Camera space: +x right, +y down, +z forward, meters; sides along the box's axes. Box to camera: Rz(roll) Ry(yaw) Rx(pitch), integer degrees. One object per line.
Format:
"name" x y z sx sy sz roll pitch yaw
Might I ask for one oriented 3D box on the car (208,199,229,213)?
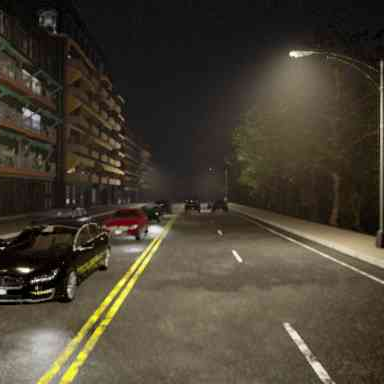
"car" 3.237 1.708 39.416 1.837 1.490 4.892 0 0 0

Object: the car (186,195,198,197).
"car" -0.016 1.462 49.938 2.150 2.045 5.566 0 0 0

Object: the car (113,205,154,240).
"car" -3.351 1.583 17.475 1.812 1.442 4.674 0 0 0

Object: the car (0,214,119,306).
"car" -3.348 1.517 8.286 1.837 1.490 4.892 0 0 0

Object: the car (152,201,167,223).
"car" -3.348 1.706 27.119 1.895 1.301 4.718 0 0 0

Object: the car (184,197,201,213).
"car" 0.087 1.680 39.822 2.128 1.511 4.902 0 0 0

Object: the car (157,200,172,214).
"car" -3.292 1.663 37.429 1.837 1.490 4.892 0 0 2

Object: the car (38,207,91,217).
"car" -6.604 1.530 17.243 2.128 1.511 4.902 0 0 0
